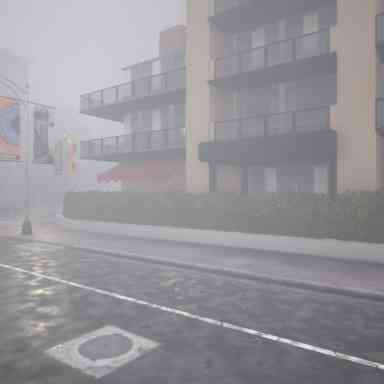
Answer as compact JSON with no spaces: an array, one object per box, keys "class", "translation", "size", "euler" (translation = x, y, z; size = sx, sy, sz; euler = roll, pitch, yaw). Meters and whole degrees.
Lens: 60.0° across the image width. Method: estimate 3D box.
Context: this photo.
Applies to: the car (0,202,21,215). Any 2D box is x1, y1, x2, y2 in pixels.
[{"class":"car","translation":[-18.641,1.491,31.034],"size":[2.128,1.511,4.902],"euler":[0,0,37]}]
